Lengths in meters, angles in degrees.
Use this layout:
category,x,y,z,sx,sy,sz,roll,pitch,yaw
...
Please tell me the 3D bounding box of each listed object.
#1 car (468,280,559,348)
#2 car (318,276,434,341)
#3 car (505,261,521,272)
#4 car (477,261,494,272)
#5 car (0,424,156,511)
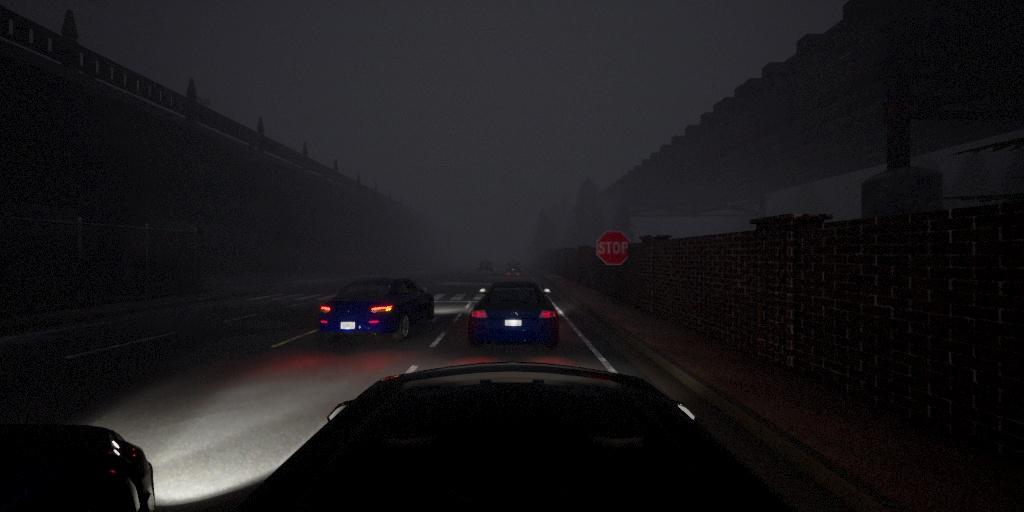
category,x,y,z,sx,sy,sz,roll,pitch,yaw
car,0.069,1.314,9.218,1.994,1.385,4.181,0,0,1
car,-3.412,1.276,9.740,1.812,1.442,4.674,0,0,0
car,0.099,1.351,46.036,1.895,1.301,4.718,0,0,-1
car,-3.395,1.297,45.873,2.033,1.411,5.357,0,0,-1
car,-3.398,1.314,0.644,1.994,1.385,4.181,0,0,0
